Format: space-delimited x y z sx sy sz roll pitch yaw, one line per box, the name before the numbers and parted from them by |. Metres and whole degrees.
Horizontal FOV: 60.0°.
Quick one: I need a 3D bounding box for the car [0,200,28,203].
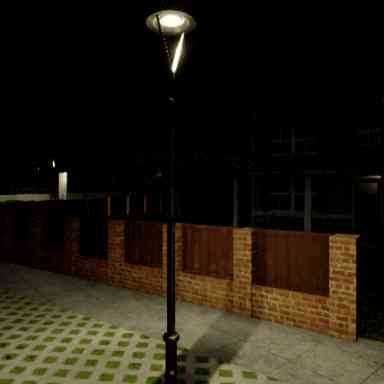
car | -12.295 1.260 22.879 2.033 1.411 5.357 1 2 39
